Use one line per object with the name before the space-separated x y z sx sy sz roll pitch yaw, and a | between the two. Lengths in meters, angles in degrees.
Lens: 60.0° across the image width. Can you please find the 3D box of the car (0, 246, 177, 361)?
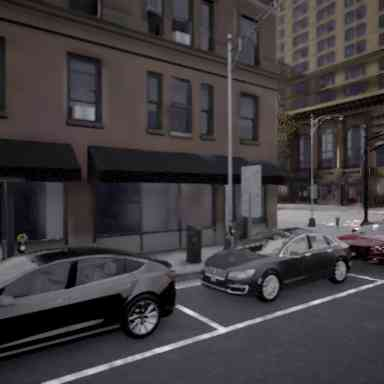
car | -2.250 1.575 5.056 4.313 1.339 1.947 1 -1 -35

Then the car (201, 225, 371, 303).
car | 2.231 1.611 8.253 4.403 1.369 2.008 1 -1 -35

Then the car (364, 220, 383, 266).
car | 6.713 1.656 11.450 4.507 1.381 1.887 1 -1 -35
